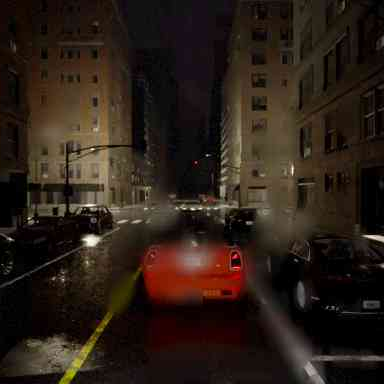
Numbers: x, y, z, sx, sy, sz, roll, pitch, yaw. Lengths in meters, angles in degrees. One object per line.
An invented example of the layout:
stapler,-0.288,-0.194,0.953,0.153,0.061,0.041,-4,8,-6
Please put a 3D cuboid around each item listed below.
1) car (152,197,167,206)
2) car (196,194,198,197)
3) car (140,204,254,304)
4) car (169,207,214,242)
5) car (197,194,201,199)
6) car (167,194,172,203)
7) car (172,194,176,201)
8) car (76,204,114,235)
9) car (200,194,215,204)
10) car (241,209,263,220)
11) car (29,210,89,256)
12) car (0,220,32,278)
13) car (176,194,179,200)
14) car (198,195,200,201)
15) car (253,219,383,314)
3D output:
car,-5.703,1.618,55.556,1.802,1.307,4.206,0,0,0
car,2.840,1.561,88.007,1.967,1.590,4.097,0,0,0
car,0.053,1.352,8.322,2.097,1.767,4.553,0,0,0
car,-0.016,1.565,16.975,1.994,1.385,4.181,0,0,0
car,2.834,1.525,77.189,1.967,1.590,4.097,0,0,0
car,-5.696,1.607,66.372,2.008,1.369,4.403,0,0,0
car,-5.687,1.626,82.428,1.752,1.417,4.829,0,0,0
car,-5.692,1.441,18.453,1.967,1.590,4.097,0,0,0
car,2.822,1.476,55.553,1.967,1.590,4.097,0,0,0
car,2.834,1.567,18.463,1.947,1.339,4.313,0,0,0
car,-5.685,1.582,12.951,1.802,1.307,4.206,0,0,0
car,-5.678,1.566,7.450,1.947,1.339,4.313,0,0,0
car,-5.682,1.457,93.416,2.192,1.841,5.009,0,0,0
car,2.829,1.607,66.371,2.008,1.369,4.403,0,0,0
car,2.847,1.551,7.460,2.008,1.369,4.403,0,0,0
